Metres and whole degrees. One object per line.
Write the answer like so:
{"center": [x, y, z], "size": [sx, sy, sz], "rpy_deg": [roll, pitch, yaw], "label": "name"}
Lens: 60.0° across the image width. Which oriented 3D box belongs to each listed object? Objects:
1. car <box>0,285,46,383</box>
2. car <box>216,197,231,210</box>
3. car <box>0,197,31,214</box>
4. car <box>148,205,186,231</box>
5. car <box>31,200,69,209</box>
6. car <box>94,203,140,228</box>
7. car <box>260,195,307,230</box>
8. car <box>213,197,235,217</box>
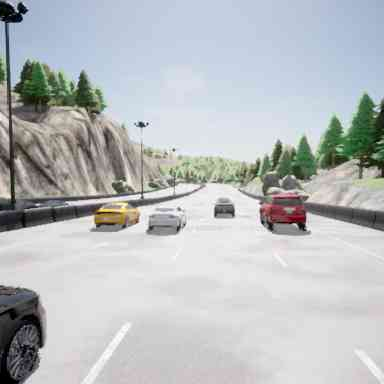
{"center": [-3.011, 1.489, 2.543], "size": [2.128, 1.511, 4.902], "rpy_deg": [0, 0, 5], "label": "car"}
{"center": [4.036, 1.433, 42.605], "size": [1.882, 1.535, 5.008], "rpy_deg": [0, 0, 5], "label": "car"}
{"center": [-17.948, 1.534, 34.574], "size": [1.994, 1.385, 4.181], "rpy_deg": [0, 0, 5], "label": "car"}
{"center": [-1.444, 1.505, 20.297], "size": [1.812, 1.442, 4.674], "rpy_deg": [0, 0, 5], "label": "car"}
{"center": [-14.426, 1.533, 34.665], "size": [1.994, 1.385, 4.181], "rpy_deg": [0, 0, 5], "label": "car"}
{"center": [-4.811, 1.456, 21.972], "size": [1.882, 1.535, 5.008], "rpy_deg": [0, 0, 5], "label": "car"}
{"center": [5.656, 1.198, 21.136], "size": [2.150, 2.045, 5.566], "rpy_deg": [0, 0, 5], "label": "car"}
{"center": [3.037, 1.458, 31.279], "size": [2.128, 1.511, 4.902], "rpy_deg": [0, 0, 5], "label": "car"}
